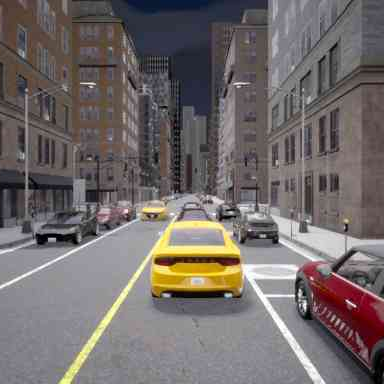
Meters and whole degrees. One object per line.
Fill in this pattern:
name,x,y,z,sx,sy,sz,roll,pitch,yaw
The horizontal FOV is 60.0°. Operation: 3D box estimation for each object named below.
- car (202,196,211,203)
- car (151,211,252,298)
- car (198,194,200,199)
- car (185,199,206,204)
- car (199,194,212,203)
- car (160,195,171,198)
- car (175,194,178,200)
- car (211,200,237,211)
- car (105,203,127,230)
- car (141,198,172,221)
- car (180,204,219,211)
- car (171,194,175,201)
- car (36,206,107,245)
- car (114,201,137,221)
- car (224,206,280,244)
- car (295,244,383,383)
car,2.949,1.579,69.296,1.752,1.417,4.829,0,0,0
car,0.100,1.478,8.552,1.882,1.535,5.008,0,0,0
car,2.962,1.616,74.535,2.008,1.369,4.403,0,0,0
car,0.019,1.529,26.356,1.812,1.442,4.674,0,0,2
car,2.934,1.484,63.717,1.967,1.590,4.097,0,0,0
car,-5.590,1.625,63.736,1.802,1.307,4.206,0,0,0
car,-5.523,1.637,90.608,1.752,1.417,4.829,0,0,0
car,2.875,1.569,26.627,1.947,1.339,4.313,0,0,0
car,-5.655,1.584,21.132,1.802,1.307,4.206,0,0,0
car,-2.980,1.516,27.405,1.882,1.535,5.008,0,0,0
car,0.119,1.565,17.545,1.994,1.385,4.181,0,0,0
car,-5.562,1.616,74.553,2.008,1.369,4.403,0,0,0
car,-5.658,1.567,15.630,1.947,1.339,4.313,0,0,0
car,-5.651,1.443,26.633,1.967,1.590,4.097,0,0,0
car,2.867,1.552,15.624,2.008,1.369,4.403,0,0,0
car,2.859,1.440,4.621,1.967,1.590,4.097,0,0,0
